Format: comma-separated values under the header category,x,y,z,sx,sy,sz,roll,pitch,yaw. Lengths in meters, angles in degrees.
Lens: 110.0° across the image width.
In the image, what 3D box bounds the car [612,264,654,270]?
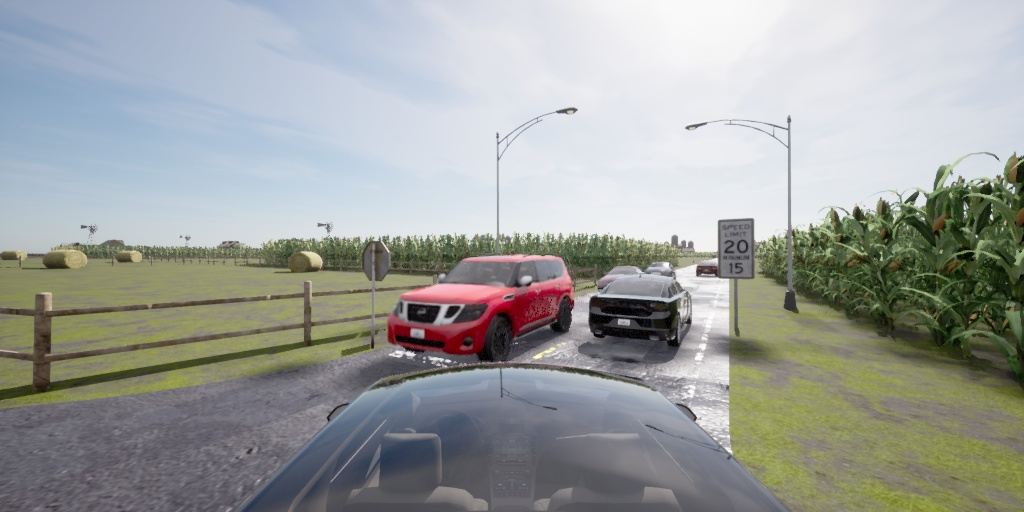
category,x,y,z,sx,sy,sz,roll,pitch,yaw
car,6.000,1.293,19.034,1.812,1.442,4.674,0,0,31

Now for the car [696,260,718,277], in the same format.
category,x,y,z,sx,sy,sz,roll,pitch,yaw
car,19.753,1.229,36.133,1.882,1.535,5.008,0,0,32

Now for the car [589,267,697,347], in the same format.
category,x,y,z,sx,sy,sz,roll,pitch,yaw
car,3.618,1.231,9.601,1.882,1.535,5.008,0,0,31

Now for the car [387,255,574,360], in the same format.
category,x,y,z,sx,sy,sz,roll,pitch,yaw
car,-0.272,0.987,8.556,2.150,2.045,5.566,0,0,29

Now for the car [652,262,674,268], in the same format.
category,x,y,z,sx,sy,sz,roll,pitch,yaw
car,11.943,1.259,28.830,2.128,1.511,4.902,0,0,31
